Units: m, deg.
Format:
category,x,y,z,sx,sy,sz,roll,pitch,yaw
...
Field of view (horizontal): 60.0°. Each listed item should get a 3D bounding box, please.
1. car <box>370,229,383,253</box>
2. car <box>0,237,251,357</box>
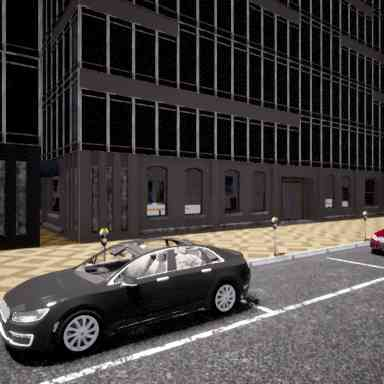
category,x,y,z,sx,sy,sz,roll,pitch,yaw
car,8.403,1.582,12.517,4.206,1.307,1.802,0,0,-35
car,-0.879,1.551,5.926,4.403,1.369,2.008,0,0,-35
